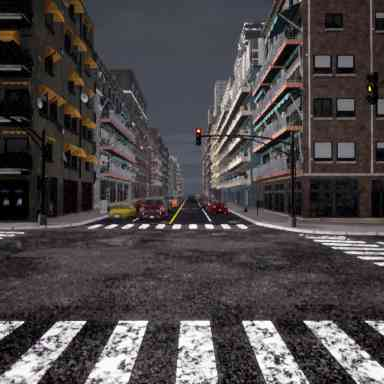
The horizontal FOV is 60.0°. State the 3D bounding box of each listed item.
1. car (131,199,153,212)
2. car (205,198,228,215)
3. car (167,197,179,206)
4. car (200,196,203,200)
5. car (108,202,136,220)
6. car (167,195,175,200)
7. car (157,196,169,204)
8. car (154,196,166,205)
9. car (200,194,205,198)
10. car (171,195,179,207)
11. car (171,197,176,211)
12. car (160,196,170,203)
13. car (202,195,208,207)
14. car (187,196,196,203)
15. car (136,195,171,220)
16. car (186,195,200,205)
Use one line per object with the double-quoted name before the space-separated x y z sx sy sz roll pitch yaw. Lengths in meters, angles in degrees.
"car" -5.784 1.555 39.034 1.887 1.381 4.507 1 0 0
"car" 2.611 1.553 33.518 1.887 1.381 4.507 1 0 0
"car" -3.209 1.617 57.209 1.895 1.301 4.718 0 0 0
"car" 2.568 1.596 50.089 1.802 1.307 4.206 1 0 0
"car" -5.754 1.532 27.818 1.752 1.417 4.829 1 0 0
"car" -5.926 1.587 94.268 2.008 1.369 4.403 1 0 0
"car" -5.856 1.572 66.652 2.008 1.369 4.403 1 0 0
"car" -5.841 1.544 60.958 1.752 1.417 4.829 1 0 0
"car" 2.789 1.380 81.831 2.097 1.767 4.553 0 0 0
"car" -3.213 1.365 47.350 2.097 1.767 4.553 0 0 0
"car" -3.198 1.557 37.561 2.033 1.411 5.357 0 0 0
"car" -5.870 1.568 72.175 1.887 1.381 4.507 1 0 0
"car" 2.598 1.450 39.042 1.967 1.590 4.097 1 0 0
"car" -0.080 1.530 69.843 1.837 1.490 4.892 0 0 0
"car" -3.147 1.359 28.069 2.097 1.767 4.553 0 0 -1
"car" -0.056 1.495 59.575 1.882 1.535 5.008 0 0 0
